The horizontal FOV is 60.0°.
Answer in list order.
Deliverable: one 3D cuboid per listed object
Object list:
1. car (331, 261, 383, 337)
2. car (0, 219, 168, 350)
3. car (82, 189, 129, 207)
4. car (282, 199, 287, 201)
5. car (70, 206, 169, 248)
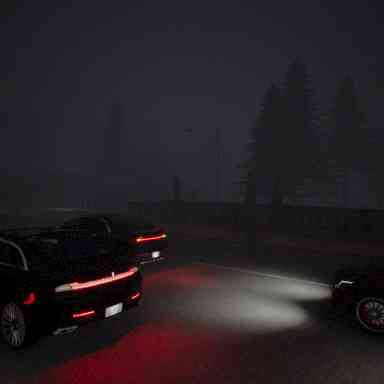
[{"bbox_3d":[4.614,1.525,4.994,4.674,1.442,1.812,0,0,36],"label":"car"},{"bbox_3d":[-3.069,1.413,6.140,4.902,1.511,2.128,1,1,36],"label":"car"},{"bbox_3d":[-9.590,0.689,37.450,2.150,2.045,5.566,1,1,38],"label":"car"},{"bbox_3d":[16.092,0.980,59.360,2.097,1.767,4.553,1,1,37],"label":"car"},{"bbox_3d":[-2.925,1.386,10.348,4.892,1.490,1.837,1,1,36],"label":"car"}]
